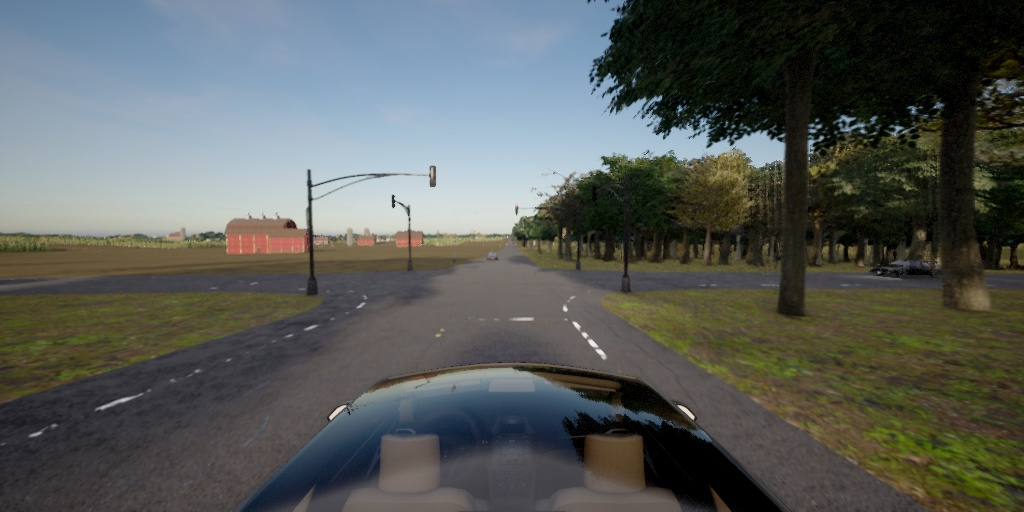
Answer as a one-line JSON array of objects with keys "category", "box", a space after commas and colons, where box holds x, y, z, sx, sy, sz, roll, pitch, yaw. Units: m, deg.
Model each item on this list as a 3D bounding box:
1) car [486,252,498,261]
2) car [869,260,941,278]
[{"category": "car", "box": [-3.420, 0.080, 63.000, 1.882, 1.535, 5.008, 0, 3, 0]}, {"category": "car", "box": [33.328, 1.037, 30.099, 5.357, 1.411, 2.033, 0, 3, -3]}]
